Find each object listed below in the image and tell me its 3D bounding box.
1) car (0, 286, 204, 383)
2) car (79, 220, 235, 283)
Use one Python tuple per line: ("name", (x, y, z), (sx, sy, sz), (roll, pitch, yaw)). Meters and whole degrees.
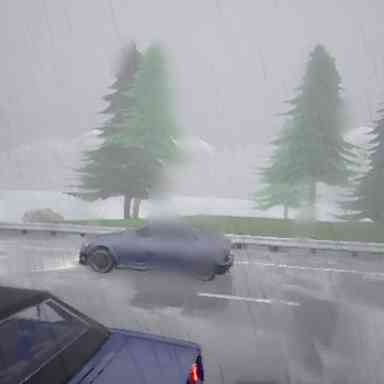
("car", (-2.362, 1.517, 2.683), (4.718, 1.301, 1.895), (2, 0, 12))
("car", (-0.904, 1.475, 9.231), (4.181, 1.385, 1.994), (2, 0, 12))
